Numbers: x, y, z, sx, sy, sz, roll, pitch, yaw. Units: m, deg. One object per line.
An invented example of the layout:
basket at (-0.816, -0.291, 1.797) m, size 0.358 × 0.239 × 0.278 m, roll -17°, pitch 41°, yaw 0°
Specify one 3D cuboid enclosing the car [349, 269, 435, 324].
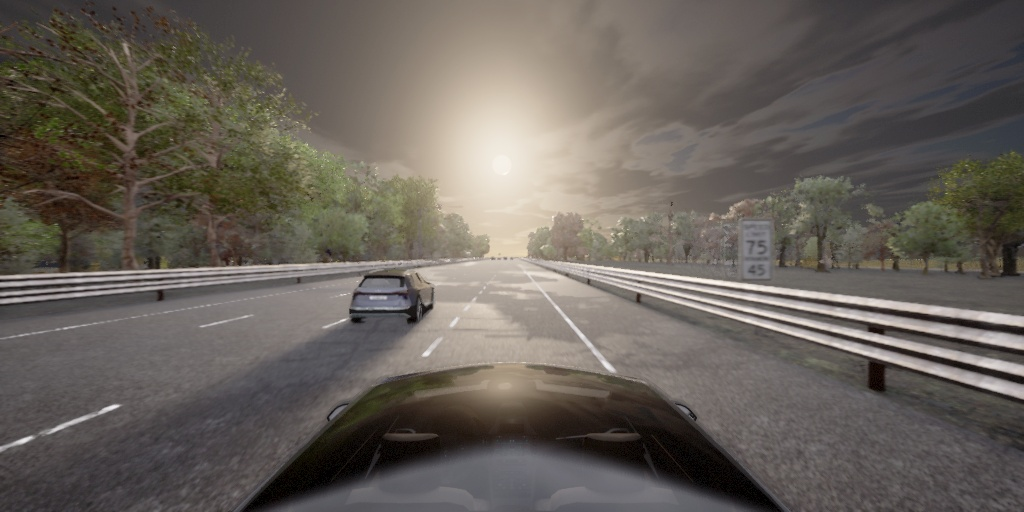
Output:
car at (-3.826, 1.242, 12.063) m, size 2.033 × 1.649 × 4.856 m, roll 1°, pitch -1°, yaw -4°
